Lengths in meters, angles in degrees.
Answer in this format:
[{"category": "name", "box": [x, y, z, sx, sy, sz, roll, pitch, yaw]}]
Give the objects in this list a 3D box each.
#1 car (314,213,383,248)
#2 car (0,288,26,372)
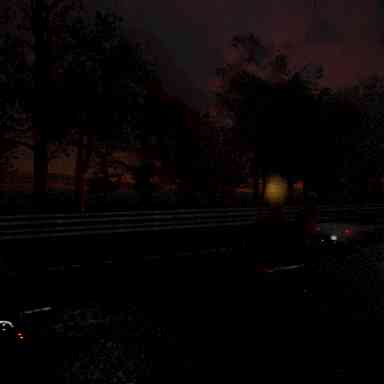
[{"category": "car", "box": [7.734, 1.594, 14.823, 4.718, 1.301, 1.895, 0, 0, -31]}, {"category": "car", "box": [-4.273, 1.515, 3.336, 4.674, 1.442, 1.812, 0, 0, -32]}]
